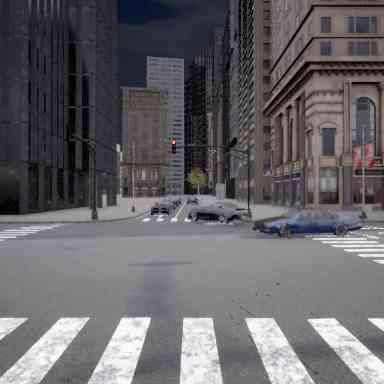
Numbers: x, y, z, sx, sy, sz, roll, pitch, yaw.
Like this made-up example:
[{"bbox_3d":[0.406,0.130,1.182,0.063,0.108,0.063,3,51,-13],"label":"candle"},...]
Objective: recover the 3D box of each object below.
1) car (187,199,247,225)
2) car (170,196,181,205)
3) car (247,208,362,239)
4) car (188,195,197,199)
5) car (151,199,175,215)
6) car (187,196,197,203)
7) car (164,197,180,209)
[{"bbox_3d":[1.832,1.522,24.405,2.128,1.511,4.902,-1,1,-44],"label":"car"},{"bbox_3d":[-3.005,1.597,62.777,1.882,1.535,5.008,0,0,0],"label":"car"},{"bbox_3d":[5.856,1.530,16.984,5.357,1.411,2.033,0,0,-12],"label":"car"},{"bbox_3d":[0.092,1.479,65.202,2.097,1.767,4.553,0,0,0],"label":"car"},{"bbox_3d":[-3.057,1.644,33.822,1.895,1.301,4.718,0,0,0],"label":"car"},{"bbox_3d":[-0.019,1.688,75.100,2.128,1.511,4.902,0,0,0],"label":"car"},{"bbox_3d":[-3.064,1.556,43.218,2.128,1.511,4.902,0,0,0],"label":"car"}]
